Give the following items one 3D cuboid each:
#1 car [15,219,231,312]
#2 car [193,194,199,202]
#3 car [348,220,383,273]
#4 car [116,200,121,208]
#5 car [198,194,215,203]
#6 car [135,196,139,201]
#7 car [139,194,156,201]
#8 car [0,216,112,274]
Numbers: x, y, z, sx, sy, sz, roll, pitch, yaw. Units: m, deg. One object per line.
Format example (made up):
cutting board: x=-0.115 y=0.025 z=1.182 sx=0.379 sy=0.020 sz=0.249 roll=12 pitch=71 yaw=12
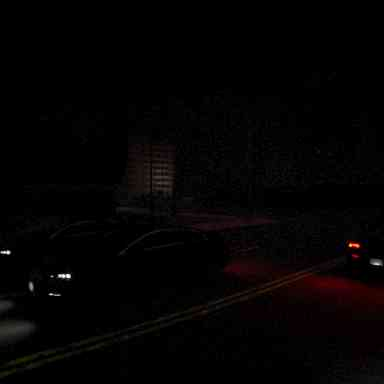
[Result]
car: x=-1.189 y=1.526 z=7.921 sx=4.902 sy=1.511 sz=2.128 roll=0 pitch=0 yaw=-41
car: x=2.000 y=1.406 z=74.900 sx=3.866 sy=1.878 sz=1.905 roll=0 pitch=0 yaw=-43
car: x=6.144 y=1.533 z=9.703 sx=4.674 sy=1.442 sz=1.812 roll=0 pitch=0 yaw=-44
car: x=-13.268 y=1.726 z=53.852 sx=1.882 sy=1.535 sz=5.008 roll=0 pitch=0 yaw=-41
car: x=3.975 y=1.629 z=72.781 sx=3.806 sy=1.475 sz=1.970 roll=0 pitch=0 yaw=-43
car: x=-13.402 y=1.531 z=91.327 sx=4.605 sy=1.855 sz=1.932 roll=0 pitch=0 yaw=-43
car: x=-11.460 y=1.517 z=89.180 sx=3.866 sy=1.878 sz=1.905 roll=0 pitch=0 yaw=-43
car: x=-3.653 y=1.546 z=10.402 sx=4.902 sy=1.511 sz=2.128 roll=0 pitch=0 yaw=-41
